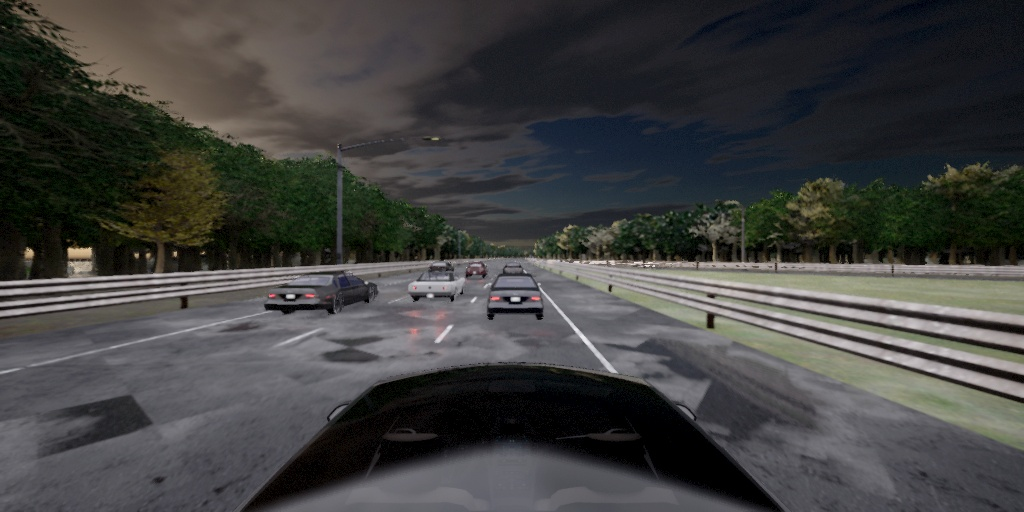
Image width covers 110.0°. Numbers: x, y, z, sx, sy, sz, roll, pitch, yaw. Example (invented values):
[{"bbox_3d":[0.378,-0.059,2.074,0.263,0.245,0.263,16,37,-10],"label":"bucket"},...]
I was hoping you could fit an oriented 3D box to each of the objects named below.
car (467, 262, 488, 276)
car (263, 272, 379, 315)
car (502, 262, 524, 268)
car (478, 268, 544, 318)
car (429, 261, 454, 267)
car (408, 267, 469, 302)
[{"bbox_3d":[-3.399,1.331,34.867,1.812,1.442,4.674,0,0,0],"label":"car"},{"bbox_3d":[-6.899,1.312,13.671,2.033,1.411,5.357,0,0,0],"label":"car"},{"bbox_3d":[0.100,1.295,33.701,2.128,1.511,4.902,0,0,0],"label":"car"},{"bbox_3d":[0.100,1.311,12.930,2.033,1.411,5.357,0,0,0],"label":"car"},{"bbox_3d":[-6.898,1.281,35.348,1.882,1.535,5.008,0,0,0],"label":"car"},{"bbox_3d":[-3.401,1.371,17.162,1.895,1.301,4.718,0,0,0],"label":"car"}]
